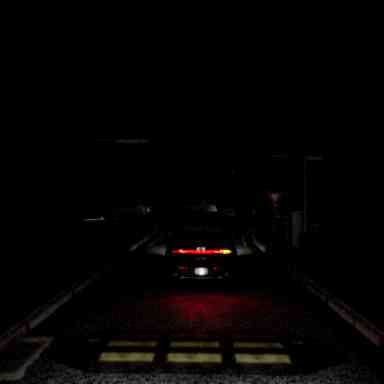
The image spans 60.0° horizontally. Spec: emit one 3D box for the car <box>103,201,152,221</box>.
[{"bbox_3d":[-6.910,2.002,35.529,5.566,2.045,2.150,-3,-2,28],"label":"car"}]

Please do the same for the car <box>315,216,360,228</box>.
[{"bbox_3d":[17.913,3.723,41.523,4.718,1.301,1.895,6,-2,-11],"label":"car"}]

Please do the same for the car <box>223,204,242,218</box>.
[{"bbox_3d":[3.959,2.366,44.108,2.185,1.767,4.553,4,-3,-32],"label":"car"}]

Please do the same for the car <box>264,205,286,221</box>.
[{"bbox_3d":[9.909,2.775,45.278,2.435,2.045,5.566,7,-3,-31],"label":"car"}]

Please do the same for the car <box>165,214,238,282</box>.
[{"bbox_3d":[0.272,1.626,10.066,1.837,1.490,4.892,0,-1,1],"label":"car"}]

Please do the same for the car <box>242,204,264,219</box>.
[{"bbox_3d":[6.922,2.612,44.663,2.185,1.767,4.553,6,-3,-32],"label":"car"}]

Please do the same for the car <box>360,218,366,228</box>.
[{"bbox_3d":[21.673,4.203,47.582,2.002,1.452,4.674,6,-3,-31],"label":"car"}]

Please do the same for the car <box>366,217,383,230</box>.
[{"bbox_3d":[24.634,4.488,48.153,2.002,1.452,4.674,7,-3,-30],"label":"car"}]

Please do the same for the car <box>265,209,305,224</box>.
[{"bbox_3d":[12.729,3.307,46.033,1.946,1.575,5.366,6,-3,-31],"label":"car"}]

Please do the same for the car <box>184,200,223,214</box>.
[{"bbox_3d":[1.091,2.078,43.464,2.435,2.045,5.566,1,-2,-31],"label":"car"}]
